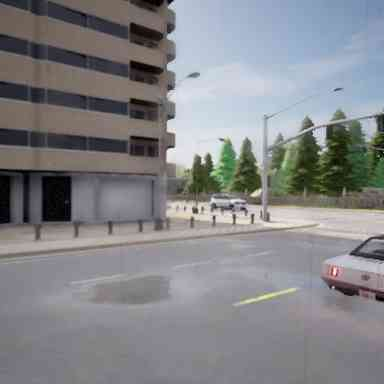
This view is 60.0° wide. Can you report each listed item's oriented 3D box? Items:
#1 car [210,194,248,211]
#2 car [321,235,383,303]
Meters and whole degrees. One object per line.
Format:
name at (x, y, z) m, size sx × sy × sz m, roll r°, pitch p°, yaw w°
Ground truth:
car at (4.602, 1.305, 42.029) m, size 2.150 × 2.045 × 5.566 m, roll 0°, pitch 0°, yaw -36°
car at (5.037, 1.609, 7.379) m, size 4.718 × 1.301 × 1.895 m, roll 0°, pitch 0°, yaw -35°
